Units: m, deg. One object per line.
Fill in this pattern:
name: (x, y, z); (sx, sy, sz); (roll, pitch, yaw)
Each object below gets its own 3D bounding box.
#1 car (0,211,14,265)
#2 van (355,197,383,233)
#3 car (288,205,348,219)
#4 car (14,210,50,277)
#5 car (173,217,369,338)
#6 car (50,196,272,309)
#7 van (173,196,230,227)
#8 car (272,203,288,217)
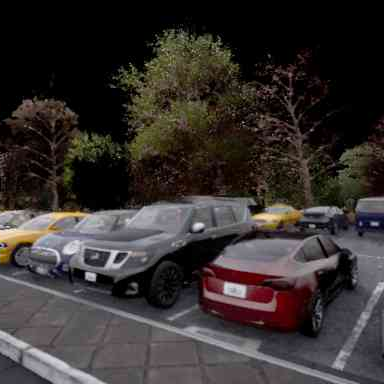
car: (-4.757, 1.492, 11.734); (2.097, 1.535, 5.008); (0, 0, 36)
van: (9.879, 1.258, 17.436); (1.878, 1.987, 4.442); (0, 0, 36)
car: (7.561, 1.484, 18.958); (2.231, 1.521, 4.892); (0, 0, 36)
car: (-2.491, 1.360, 10.129); (2.185, 1.767, 4.553); (0, 0, 36)
car: (2.006, 1.515, 6.880); (2.163, 1.488, 4.792); (0, 0, 36)
car: (-0.279, 1.233, 8.458); (2.435, 2.045, 5.566); (0, 0, 36)
van: (0.800, 1.278, 23.992); (1.878, 1.987, 4.442); (0, 0, 36)
car: (5.213, 1.480, 20.433); (1.946, 1.575, 5.366); (0, 0, 36)
